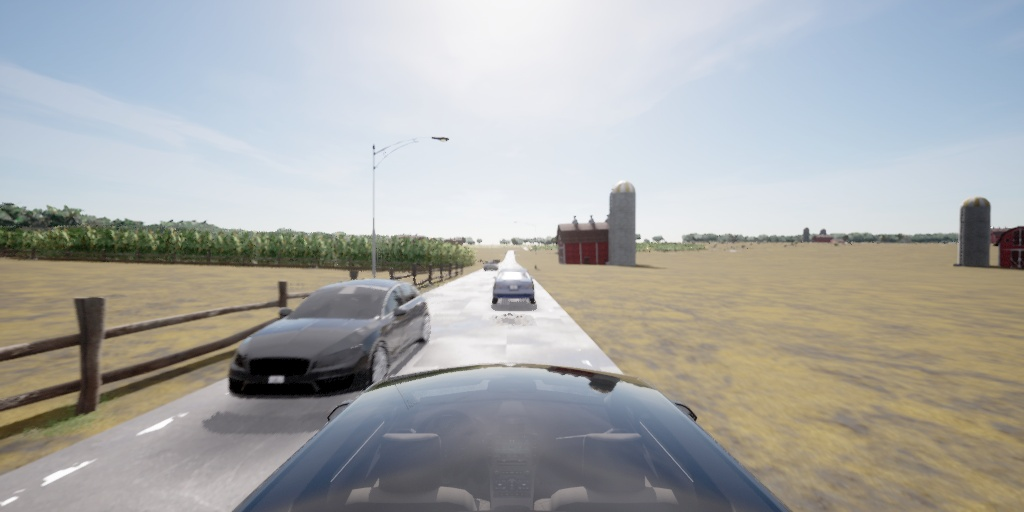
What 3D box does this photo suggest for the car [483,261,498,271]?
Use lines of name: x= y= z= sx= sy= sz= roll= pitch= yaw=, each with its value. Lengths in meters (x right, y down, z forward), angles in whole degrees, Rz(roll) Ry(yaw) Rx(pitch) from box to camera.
car: x=-2.825 y=1.358 z=48.454 sx=1.895 sy=1.301 sz=4.718 roll=0 pitch=0 yaw=0

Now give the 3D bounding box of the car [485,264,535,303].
car: x=0.080 y=1.260 z=16.464 sx=2.033 sy=1.411 sz=5.357 roll=0 pitch=0 yaw=0

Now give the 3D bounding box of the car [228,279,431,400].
car: x=-2.850 y=1.239 z=6.764 sx=1.837 sy=1.490 sz=4.892 roll=0 pitch=0 yaw=0
